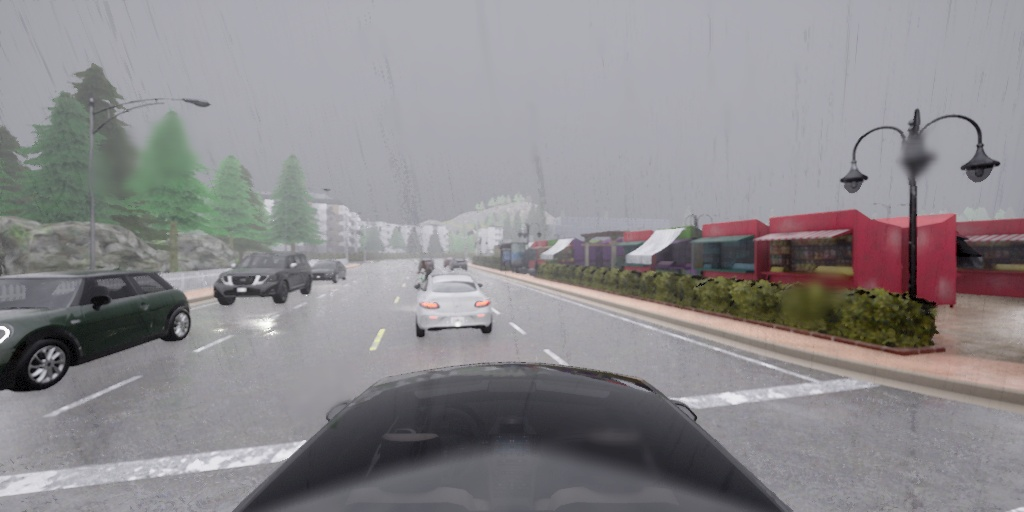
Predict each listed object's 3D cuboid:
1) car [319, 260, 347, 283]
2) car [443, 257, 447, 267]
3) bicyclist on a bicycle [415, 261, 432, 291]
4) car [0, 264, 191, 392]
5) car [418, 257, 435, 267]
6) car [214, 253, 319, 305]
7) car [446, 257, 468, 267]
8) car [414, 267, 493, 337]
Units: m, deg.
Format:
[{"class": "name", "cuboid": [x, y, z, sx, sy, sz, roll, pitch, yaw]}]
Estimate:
[{"class": "car", "cuboid": [-13.029, 1.080, 25.370, 1.837, 1.490, 4.892, 0, 0, -14]}, {"class": "car", "cuboid": [-8.800, 0.853, 51.440, 1.882, 1.535, 5.008, 0, 0, -14]}, {"class": "bicyclist on a bicycle", "cuboid": [-4.822, 1.072, 19.843, 0.582, 1.620, 1.656, 0, 1, 23]}, {"class": "car", "cuboid": [-8.178, 1.074, 6.403, 2.097, 1.767, 4.553, 0, 0, -14]}, {"class": "car", "cuboid": [-10.939, 0.924, 45.915, 1.837, 1.490, 4.892, 0, 1, -14]}, {"class": "car", "cuboid": [-10.568, 0.871, 15.790, 2.150, 2.045, 5.566, 0, 0, -14]}, {"class": "car", "cuboid": [-6.374, 0.950, 42.421, 1.837, 1.490, 4.892, 0, 0, -14]}, {"class": "car", "cuboid": [-1.730, 1.220, 10.071, 1.812, 1.442, 4.674, 0, 0, -14]}]
